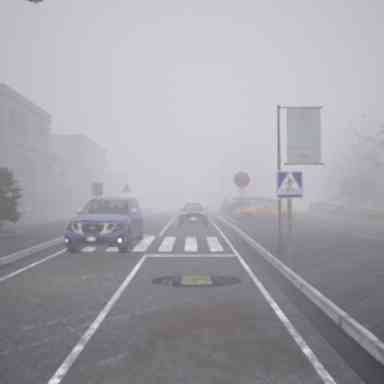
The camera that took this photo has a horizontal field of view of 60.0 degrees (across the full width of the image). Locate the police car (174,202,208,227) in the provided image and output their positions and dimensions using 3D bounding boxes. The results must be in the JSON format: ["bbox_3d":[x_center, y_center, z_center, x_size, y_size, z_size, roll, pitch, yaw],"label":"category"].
[{"bbox_3d":[0.072,1.536,23.264,2.038,1.542,4.974,0,-1,0],"label":"police car"}]

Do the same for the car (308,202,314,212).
[{"bbox_3d":[18.352,1.691,44.023,5.566,2.045,2.435,0,-2,-1],"label":"car"}]

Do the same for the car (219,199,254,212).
[{"bbox_3d":[6.116,1.873,46.031,4.553,1.767,2.185,0,-2,-1],"label":"car"}]

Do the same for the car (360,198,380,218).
[{"bbox_3d":[18.705,1.608,30.183,5.366,1.575,1.946,0,-1,0],"label":"car"}]

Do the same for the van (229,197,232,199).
[{"bbox_3d":[6.336,1.454,33.893,4.442,1.987,1.878,0,-1,0],"label":"van"}]

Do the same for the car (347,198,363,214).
[{"bbox_3d":[18.683,1.657,32.843,5.366,1.575,1.946,0,-1,0],"label":"car"}]

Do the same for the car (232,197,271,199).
[{"bbox_3d":[6.276,1.493,30.854,4.553,1.767,2.185,0,-1,0],"label":"car"}]

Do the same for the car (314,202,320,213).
[{"bbox_3d":[18.408,1.866,41.348,4.892,1.521,2.231,0,-2,-1],"label":"car"}]

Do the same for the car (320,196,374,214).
[{"bbox_3d":[18.422,1.536,38.563,5.566,2.045,2.435,0,-2,-1],"label":"car"}]

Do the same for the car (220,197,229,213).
[{"bbox_3d":[6.190,1.574,40.084,5.566,2.045,2.435,0,-1,-1],"label":"car"}]

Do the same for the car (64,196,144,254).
[{"bbox_3d":[-3.357,1.206,13.849,2.150,2.045,5.566,0,0,0],"label":"car"}]

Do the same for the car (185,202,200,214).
[{"bbox_3d":[0.014,1.957,41.879,1.812,1.442,4.674,0,-2,0],"label":"car"}]

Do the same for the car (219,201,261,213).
[{"bbox_3d":[6.129,1.910,42.993,5.008,1.535,2.097,0,-2,-1],"label":"car"}]

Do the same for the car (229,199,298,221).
[{"bbox_3d":[6.085,1.568,27.933,5.366,1.575,1.946,0,-1,0],"label":"car"}]

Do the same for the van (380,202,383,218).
[{"bbox_3d":[18.426,1.339,27.390,4.442,1.987,1.878,0,-1,0],"label":"van"}]

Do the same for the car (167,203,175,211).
[{"bbox_3d":[-3.414,2.804,61.222,1.812,1.442,4.674,0,-3,0],"label":"car"}]
